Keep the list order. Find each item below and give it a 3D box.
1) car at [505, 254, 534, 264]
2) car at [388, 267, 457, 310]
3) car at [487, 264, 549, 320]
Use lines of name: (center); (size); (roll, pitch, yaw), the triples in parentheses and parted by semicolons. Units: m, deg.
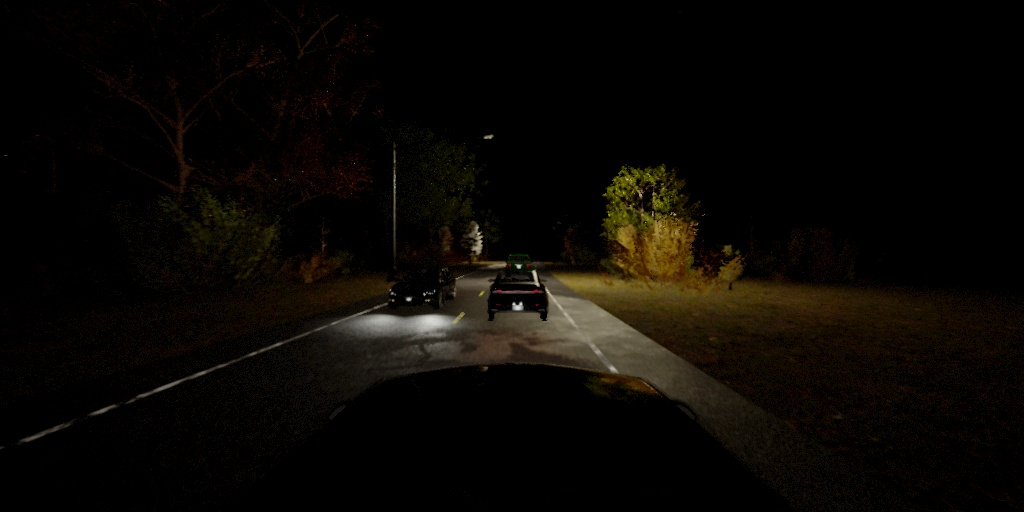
car: (0.601, 0.893, 29.415); (2.150, 2.045, 5.566); (0, 0, 2)
car: (-3.470, 1.216, 14.622); (1.837, 1.490, 4.892); (0, 0, 1)
car: (0.195, 1.212, 12.383); (2.128, 1.511, 4.902); (0, 0, 1)
